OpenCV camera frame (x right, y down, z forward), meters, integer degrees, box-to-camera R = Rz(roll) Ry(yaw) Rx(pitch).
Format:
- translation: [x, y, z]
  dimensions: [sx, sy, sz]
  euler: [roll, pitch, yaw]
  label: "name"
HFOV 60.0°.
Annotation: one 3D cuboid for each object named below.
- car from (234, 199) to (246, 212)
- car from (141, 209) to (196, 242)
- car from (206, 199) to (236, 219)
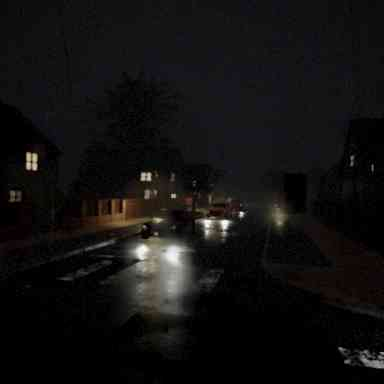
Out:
- translation: [6.167, 1.771, 45.670]
  dimensions: [2.097, 1.767, 4.553]
  euler: [1, 0, 14]
  label: "car"
- translation: [-1.027, 1.601, 17.039]
  dimensions: [1.812, 1.442, 4.674]
  euler: [1, 0, 14]
  label: "car"
- translation: [2.683, 1.710, 31.896]
  dimensions: [1.882, 1.535, 5.008]
  euler: [1, -1, 14]
  label: "car"
